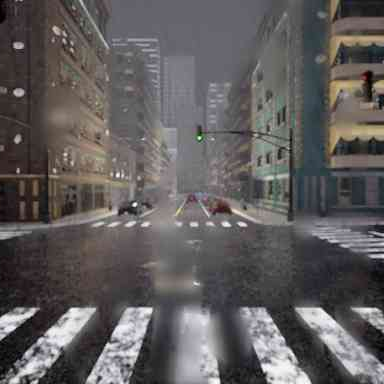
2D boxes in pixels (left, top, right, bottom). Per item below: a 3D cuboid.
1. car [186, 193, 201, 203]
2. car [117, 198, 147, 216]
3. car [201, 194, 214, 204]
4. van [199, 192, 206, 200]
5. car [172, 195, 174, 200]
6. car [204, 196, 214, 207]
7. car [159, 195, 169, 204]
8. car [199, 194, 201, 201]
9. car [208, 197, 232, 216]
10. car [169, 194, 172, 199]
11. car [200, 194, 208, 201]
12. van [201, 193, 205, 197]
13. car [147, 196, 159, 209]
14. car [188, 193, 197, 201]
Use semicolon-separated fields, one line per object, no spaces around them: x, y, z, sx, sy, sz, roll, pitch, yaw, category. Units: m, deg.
0.027;1.130;60.314;2.097;1.767;4.553;0;0;0;car
-5.682;1.445;30.904;1.947;1.339;4.313;0;0;0;car
2.706;1.366;47.459;1.887;1.381;4.507;0;0;0;car
2.722;1.038;86.122;1.690;1.788;3.998;-1;0;0;van
-5.658;1.222;85.969;1.752;1.417;4.829;0;0;0;car
2.701;1.426;36.412;1.947;1.339;4.313;0;0;0;car
-5.670;1.329;58.522;1.887;1.381;4.507;0;0;0;car
2.711;1.350;58.506;1.947;1.339;4.313;0;0;0;car
2.699;1.462;30.889;1.802;1.307;4.206;0;0;0;car
-5.664;1.330;69.569;1.802;1.307;4.206;0;0;0;car
2.718;1.255;75.245;1.752;1.417;4.829;0;0;0;car
2.707;1.144;52.981;1.690;1.788;3.998;0;0;0;van
-5.677;1.406;41.952;1.947;1.339;4.313;0;0;0;car
0.033;1.055;70.350;1.882;1.535;5.008;0;0;0;car
